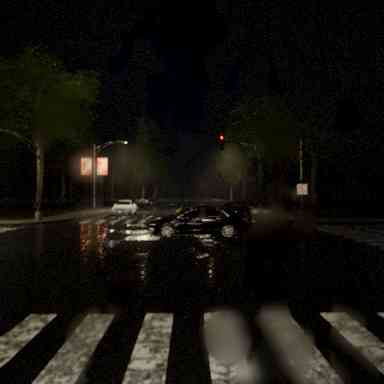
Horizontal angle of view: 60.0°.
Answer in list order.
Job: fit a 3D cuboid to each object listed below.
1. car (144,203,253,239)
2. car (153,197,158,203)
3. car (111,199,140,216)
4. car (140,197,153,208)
[{"bbox_3d":[0.312,1.485,16.635,4.892,1.490,1.837,0,0,0],"label":"car"},{"bbox_3d":[-6.573,1.580,53.975,1.812,1.442,4.674,0,0,1],"label":"car"},{"bbox_3d":[-6.587,1.524,32.616,1.812,1.442,4.674,0,0,0],"label":"car"},{"bbox_3d":[-6.582,1.617,42.932,1.895,1.301,4.718,0,0,0],"label":"car"}]
